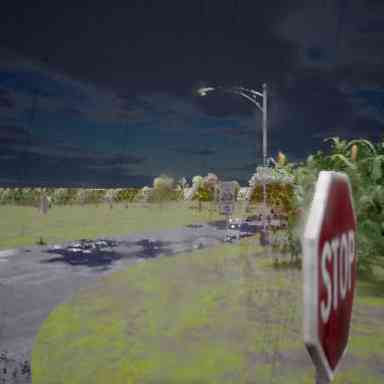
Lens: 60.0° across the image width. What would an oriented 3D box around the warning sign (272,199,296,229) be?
[{"bbox_3d":[6.059,1.392,21.866,1.300,1.860,1.060,0,0,34],"label":"warning sign"}]
